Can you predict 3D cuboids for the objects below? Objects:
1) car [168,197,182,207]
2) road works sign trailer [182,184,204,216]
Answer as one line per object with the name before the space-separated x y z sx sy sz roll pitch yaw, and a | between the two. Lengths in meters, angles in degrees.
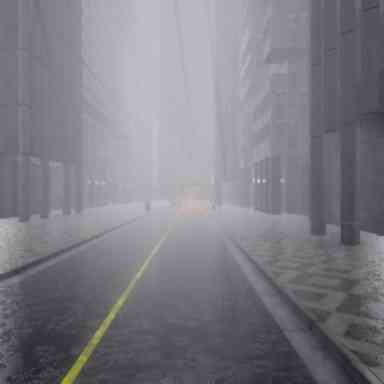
car | -3.029 2.039 64.611 2.097 1.767 4.553 0 -1 1
road works sign trailer | 0.013 0.841 37.983 2.380 3.560 2.880 0 -1 0
